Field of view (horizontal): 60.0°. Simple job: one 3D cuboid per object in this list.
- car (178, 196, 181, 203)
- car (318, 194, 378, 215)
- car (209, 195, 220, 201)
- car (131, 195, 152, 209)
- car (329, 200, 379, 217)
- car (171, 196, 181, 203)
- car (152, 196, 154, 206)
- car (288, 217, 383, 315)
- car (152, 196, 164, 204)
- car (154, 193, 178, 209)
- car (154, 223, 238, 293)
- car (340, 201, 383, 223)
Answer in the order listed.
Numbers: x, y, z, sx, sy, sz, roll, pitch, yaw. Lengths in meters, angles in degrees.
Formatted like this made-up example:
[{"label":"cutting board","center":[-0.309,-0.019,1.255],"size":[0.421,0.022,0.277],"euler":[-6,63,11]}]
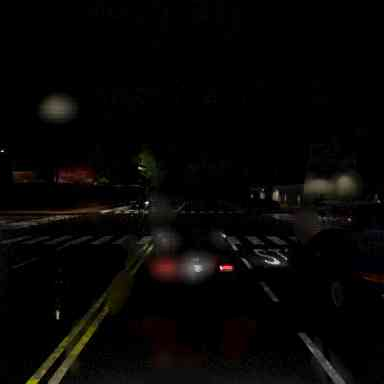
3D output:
[{"label":"car","center":[-3.429,1.601,55.914],"size":[1.895,1.301,4.718],"euler":[0,0,1]},{"label":"car","center":[15.020,1.221,31.820],"size":[5.566,2.045,2.150],"euler":[0,0,1]},{"label":"car","center":[5.585,1.552,83.036],"size":[1.994,1.385,4.181],"euler":[0,0,17]},{"label":"car","center":[-7.017,1.505,45.224],"size":[1.837,1.490,4.892],"euler":[0,0,1]},{"label":"car","center":[14.608,1.601,28.301],"size":[4.718,1.301,1.895],"euler":[0,0,0]},{"label":"car","center":[-3.272,1.505,68.082],"size":[1.837,1.490,4.892],"euler":[0,0,1]},{"label":"car","center":[-6.949,1.352,54.191],"size":[2.097,1.767,4.553],"euler":[0,0,1]},{"label":"car","center":[3.584,1.526,7.416],"size":[1.812,1.442,4.674],"euler":[0,0,0]},{"label":"car","center":[-6.800,1.564,66.629],"size":[1.994,1.385,4.181],"euler":[0,0,1]},{"label":"car","center":[-3.514,1.221,46.150],"size":[2.150,2.045,5.566],"euler":[0,0,1]},{"label":"car","center":[0.025,1.547,8.994],"size":[2.033,1.411,5.357],"euler":[0,0,-1]},{"label":"car","center":[12.486,1.504,21.307],"size":[4.892,1.490,1.837],"euler":[0,-2,-1]}]
